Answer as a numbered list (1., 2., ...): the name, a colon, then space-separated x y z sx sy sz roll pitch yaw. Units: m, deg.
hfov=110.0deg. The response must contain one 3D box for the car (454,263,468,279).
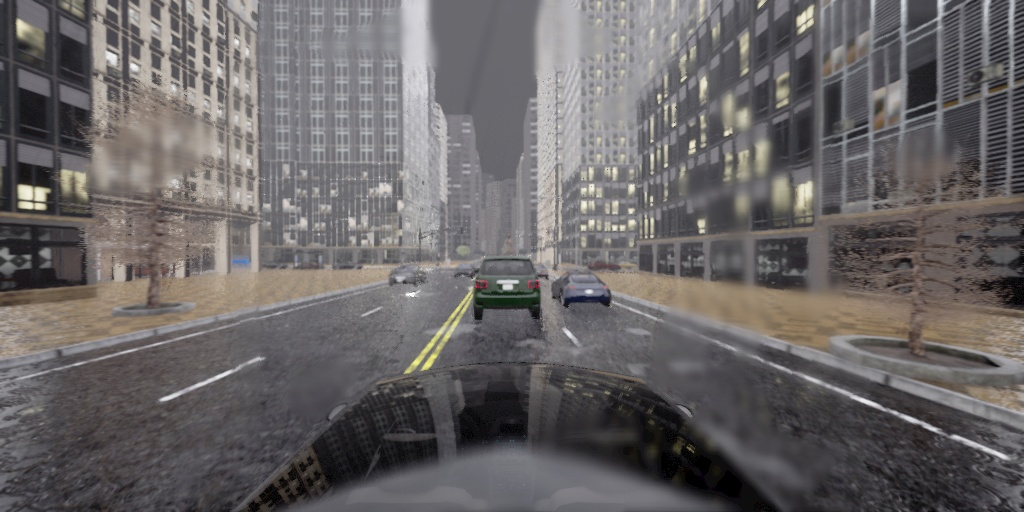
1. car: -4.546 1.438 35.081 2.033 1.411 5.357 0 0 -2

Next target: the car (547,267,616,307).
1. car: 2.917 1.364 15.897 1.994 1.385 4.181 0 0 -2

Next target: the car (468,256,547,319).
1. car: -0.221 1.020 13.231 2.150 2.045 5.566 0 0 -2

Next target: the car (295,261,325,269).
1. car: -30.433 1.429 54.100 4.207 1.307 1.802 0 0 -1

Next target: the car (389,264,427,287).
1. car: -7.432 1.359 25.915 2.128 1.511 4.902 0 0 -2

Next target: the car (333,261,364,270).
1. car: -24.748 1.450 54.202 4.313 1.339 1.948 0 0 -1

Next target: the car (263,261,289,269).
1. car: -36.116 1.376 54.038 4.313 1.339 1.948 0 0 -1

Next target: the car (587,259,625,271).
1. car: 14.166 1.442 55.283 5.009 1.841 2.192 0 0 -1

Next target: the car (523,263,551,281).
1. car: 2.226 1.413 33.156 2.033 1.411 5.357 0 0 -2
